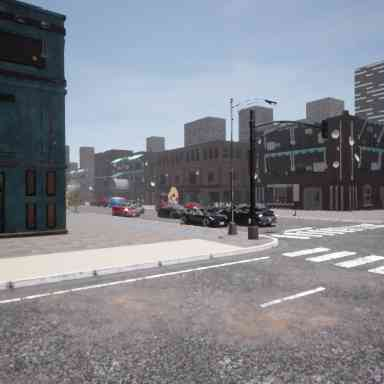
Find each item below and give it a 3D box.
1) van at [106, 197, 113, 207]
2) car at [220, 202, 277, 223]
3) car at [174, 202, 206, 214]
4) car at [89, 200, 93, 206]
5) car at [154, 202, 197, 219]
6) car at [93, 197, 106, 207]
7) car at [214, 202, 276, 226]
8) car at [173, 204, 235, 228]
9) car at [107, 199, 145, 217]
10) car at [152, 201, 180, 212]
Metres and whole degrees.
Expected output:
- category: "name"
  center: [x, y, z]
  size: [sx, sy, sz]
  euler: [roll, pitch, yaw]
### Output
- category: "van"
  center: [-13.228, 1.906, 58.936]
  size: [1.690, 1.788, 3.998]
  euler: [-1, 0, -36]
- category: "car"
  center: [4.810, 1.696, 29.105]
  size: [2.128, 1.511, 4.902]
  euler: [-1, 0, -35]
- category: "car"
  center: [-0.353, 1.903, 40.921]
  size: [1.802, 1.307, 4.206]
  euler: [-2, 0, -36]
- category: "car"
  center: [-19.659, 2.227, 67.944]
  size: [1.887, 1.381, 4.507]
  euler: [-1, 0, -36]
- category: "car"
  center: [-1.760, 1.879, 32.961]
  size: [1.994, 1.385, 4.181]
  euler: [-1, 0, -35]
- category: "car"
  center: [-16.446, 1.939, 63.440]
  size: [2.192, 1.841, 5.009]
  euler: [-1, 0, -36]
- category: "car"
  center: [4.017, 1.706, 24.800]
  size: [1.837, 1.490, 4.892]
  euler: [-1, 0, -34]
- category: "car"
  center: [0.797, 1.814, 24.686]
  size: [1.947, 1.339, 4.313]
  euler: [-2, 0, -36]
- category: "car"
  center: [-7.173, 1.846, 36.048]
  size: [1.967, 1.590, 4.097]
  euler: [-1, 0, -36]
- category: "car"
  center: [-3.569, 1.966, 45.425]
  size: [1.802, 1.307, 4.206]
  euler: [-2, 0, -36]
